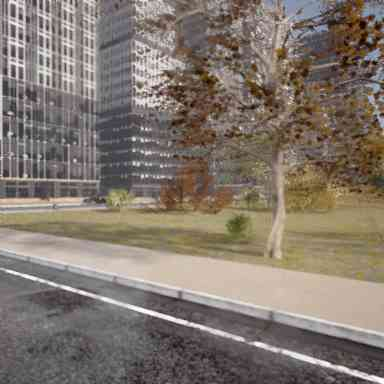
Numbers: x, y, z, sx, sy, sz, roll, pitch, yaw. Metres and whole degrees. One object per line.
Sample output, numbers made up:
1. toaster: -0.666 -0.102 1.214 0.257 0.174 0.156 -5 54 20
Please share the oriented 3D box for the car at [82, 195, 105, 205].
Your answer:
1. car: -15.261 1.267 53.458 1.837 1.490 4.892 0 0 37
